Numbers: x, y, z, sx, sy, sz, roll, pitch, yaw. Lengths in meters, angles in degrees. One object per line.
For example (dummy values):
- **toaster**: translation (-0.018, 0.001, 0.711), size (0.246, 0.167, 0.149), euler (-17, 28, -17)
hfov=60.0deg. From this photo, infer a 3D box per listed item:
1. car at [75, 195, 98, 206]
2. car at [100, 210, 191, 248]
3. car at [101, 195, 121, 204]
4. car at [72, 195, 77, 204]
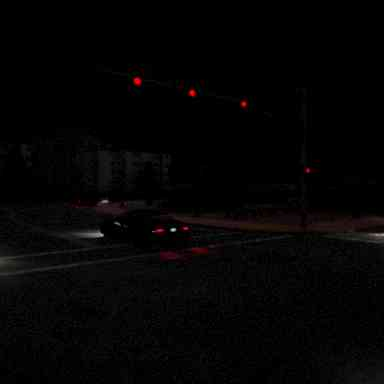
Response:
- **car**: translation (-15.968, 1.502, 51.335), size (1.895, 1.301, 4.718), euler (0, 0, 0)
- **car**: translation (-2.260, 1.508, 14.743), size (2.033, 1.411, 5.357), euler (0, 0, -38)
- **car**: translation (-14.919, 1.353, 61.257), size (2.128, 1.511, 4.902), euler (0, 0, 17)
- **car**: translation (-19.054, 1.244, 58.399), size (2.097, 1.767, 4.553), euler (0, 0, 10)
